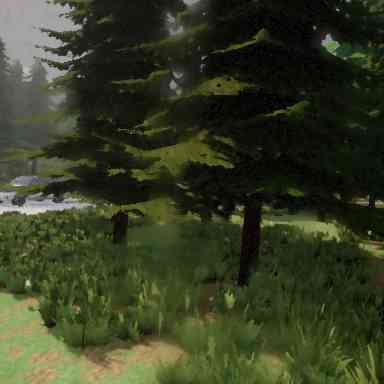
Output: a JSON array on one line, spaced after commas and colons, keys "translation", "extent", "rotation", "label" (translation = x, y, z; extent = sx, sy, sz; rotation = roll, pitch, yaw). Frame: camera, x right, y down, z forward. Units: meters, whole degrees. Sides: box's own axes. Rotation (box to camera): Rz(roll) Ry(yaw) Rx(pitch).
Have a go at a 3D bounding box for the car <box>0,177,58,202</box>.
[{"translation": [-11.293, -0.177, 23.437], "extent": [2.150, 2.045, 5.566], "rotation": [5, 3, 24], "label": "car"}]
